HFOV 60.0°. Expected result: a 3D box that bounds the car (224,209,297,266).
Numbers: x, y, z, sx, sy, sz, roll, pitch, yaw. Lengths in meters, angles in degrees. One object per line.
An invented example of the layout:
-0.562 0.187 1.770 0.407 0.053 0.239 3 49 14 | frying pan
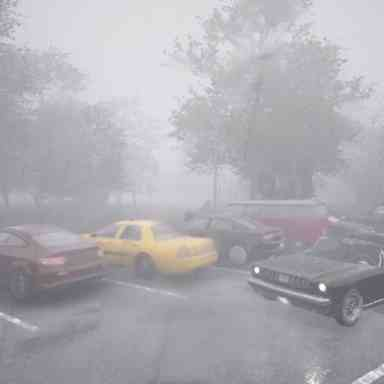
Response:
0.757 1.516 11.677 5.008 1.535 2.097 -1 -1 35 | car

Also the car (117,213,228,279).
-1.832 1.504 10.086 5.366 1.575 1.946 -1 -1 35 | car

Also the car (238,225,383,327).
3.446 1.628 7.189 4.718 1.301 1.895 0 0 -35 | car

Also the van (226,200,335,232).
3.095 1.301 13.444 4.442 1.987 1.878 -1 -1 35 | van

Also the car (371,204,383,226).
10.581 1.418 18.386 4.553 1.767 2.185 -1 -1 36 | car

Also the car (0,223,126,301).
-4.100 1.532 8.257 4.674 1.452 2.002 -1 -1 35 | car

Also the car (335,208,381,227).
5.643 1.573 15.064 4.674 1.452 2.002 -1 -1 35 | car
